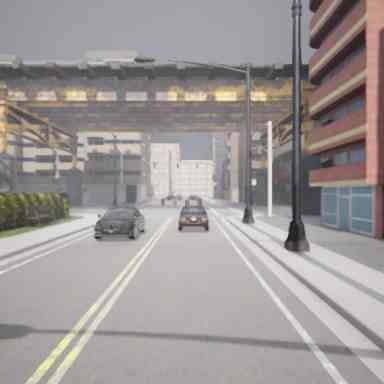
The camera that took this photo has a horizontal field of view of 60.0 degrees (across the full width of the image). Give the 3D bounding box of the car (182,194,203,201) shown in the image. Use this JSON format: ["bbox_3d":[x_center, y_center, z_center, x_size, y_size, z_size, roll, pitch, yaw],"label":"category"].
[{"bbox_3d":[0.487,1.346,53.798,2.038,1.542,4.974,0,0,-20],"label":"car"}]

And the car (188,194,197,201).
[{"bbox_3d":[0.103,1.293,80.394,2.038,1.542,4.974,0,0,0],"label":"car"}]

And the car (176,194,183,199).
[{"bbox_3d":[-3.333,1.119,88.966,1.853,1.218,4.536,0,0,0],"label":"car"}]

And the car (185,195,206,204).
[{"bbox_3d":[0.468,1.188,53.846,1.853,1.218,4.536,0,0,-20],"label":"car"}]

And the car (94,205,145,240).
[{"bbox_3d":[-3.512,1.473,16.823,1.837,1.490,4.892,0,0,0],"label":"car"}]

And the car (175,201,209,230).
[{"bbox_3d":[0.089,1.507,20.555,2.033,1.411,5.357,0,0,0],"label":"car"}]

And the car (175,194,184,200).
[{"bbox_3d":[-3.333,1.276,88.914,2.038,1.542,4.974,0,0,0],"label":"car"}]

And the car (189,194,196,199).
[{"bbox_3d":[0.103,1.135,80.446,1.853,1.218,4.536,0,0,0],"label":"car"}]

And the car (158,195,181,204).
[{"bbox_3d":[-3.652,1.188,54.150,1.853,1.218,4.536,0,0,25],"label":"car"}]

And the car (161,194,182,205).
[{"bbox_3d":[-3.674,1.345,54.103,2.038,1.542,4.974,0,0,25],"label":"car"}]
